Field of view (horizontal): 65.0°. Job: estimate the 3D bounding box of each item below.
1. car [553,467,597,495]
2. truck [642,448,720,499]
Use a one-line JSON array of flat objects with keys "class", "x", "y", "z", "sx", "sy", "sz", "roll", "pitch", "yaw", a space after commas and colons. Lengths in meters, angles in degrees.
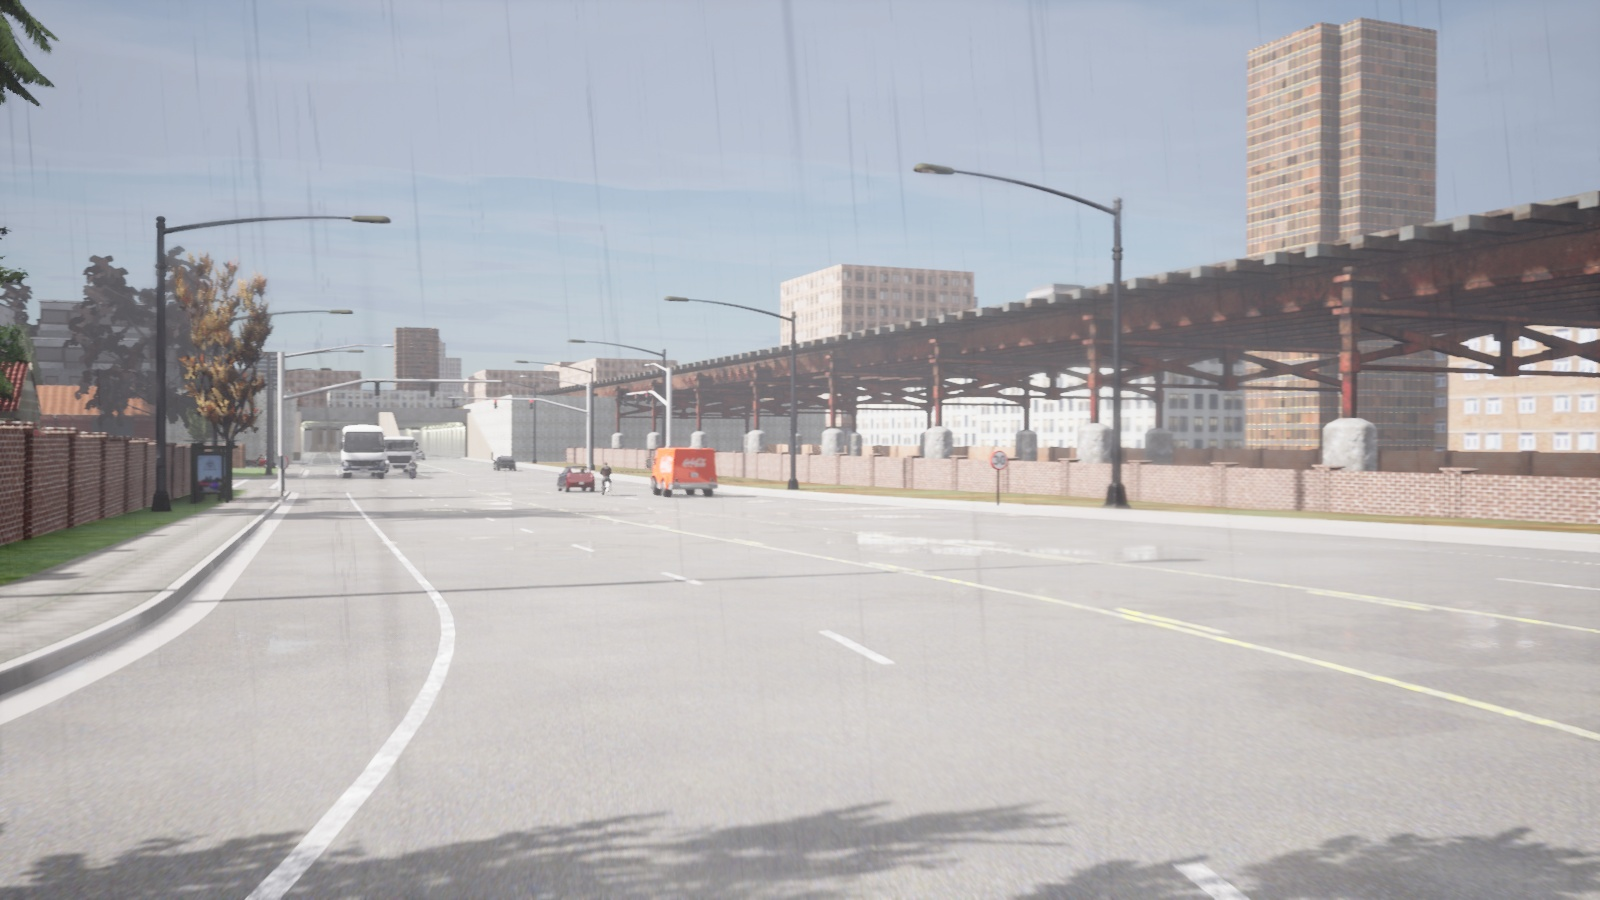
[{"class": "car", "x": -12.892, "y": 1.758, "z": 71.876, "sx": 1.845, "sy": 1.501, "sz": 3.633, "roll": 0, "pitch": 0, "yaw": -20}, {"class": "truck", "x": -6.128, "y": 1.164, "z": 64.002, "sx": 2.627, "sy": 2.467, "sz": 5.204, "roll": 0, "pitch": 0, "yaw": -21}]
